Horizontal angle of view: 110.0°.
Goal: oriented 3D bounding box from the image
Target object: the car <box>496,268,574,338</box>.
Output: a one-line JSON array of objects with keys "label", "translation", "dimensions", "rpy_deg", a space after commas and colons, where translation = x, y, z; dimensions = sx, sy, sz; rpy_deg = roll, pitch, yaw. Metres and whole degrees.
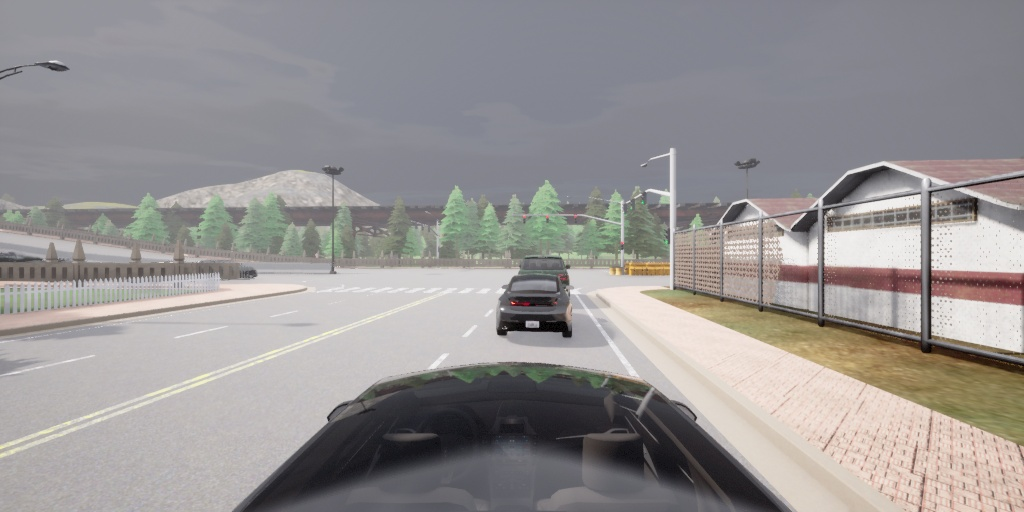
[{"label": "car", "translation": [0.706, 1.255, 10.289], "dimensions": [1.837, 1.490, 4.892], "rpy_deg": [0, 0, 6]}]

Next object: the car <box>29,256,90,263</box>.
[{"label": "car", "translation": [-38.108, 0.967, 31.038], "dimensions": [4.892, 1.490, 1.837], "rpy_deg": [3, 0, 4]}]

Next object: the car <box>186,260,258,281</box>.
[{"label": "car", "translation": [-23.972, 1.096, 30.034], "dimensions": [4.553, 1.767, 2.097], "rpy_deg": [0, 0, 4]}]

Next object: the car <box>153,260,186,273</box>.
[{"label": "car", "translation": [-31.259, 1.197, 34.057], "dimensions": [4.892, 1.490, 1.837], "rpy_deg": [1, 0, 4]}]

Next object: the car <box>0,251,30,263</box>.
[{"label": "car", "translation": [-49.450, 0.209, 35.415], "dimensions": [4.718, 1.301, 1.895], "rpy_deg": [6, 0, 5]}]

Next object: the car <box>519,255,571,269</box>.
[{"label": "car", "translation": [1.467, 0.971, 16.300], "dimensions": [2.150, 2.045, 5.566], "rpy_deg": [0, 0, 7]}]

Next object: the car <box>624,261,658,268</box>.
[{"label": "car", "translation": [15.786, 1.351, 41.499], "dimensions": [4.718, 1.301, 1.895], "rpy_deg": [0, 0, 4]}]
